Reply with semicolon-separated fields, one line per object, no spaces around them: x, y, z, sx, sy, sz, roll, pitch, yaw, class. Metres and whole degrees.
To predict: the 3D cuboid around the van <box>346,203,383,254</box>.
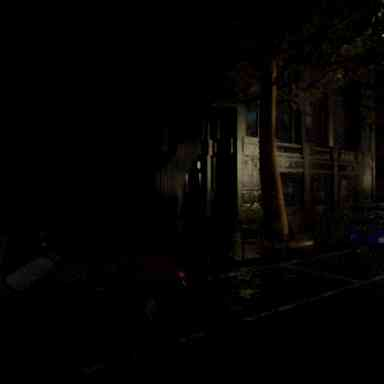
7.186;1.273;11.900;3.998;1.788;1.690;0;0;-36;van

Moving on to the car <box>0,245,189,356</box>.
-1.991;1.573;5.344;4.206;1.307;1.802;0;0;-36;car
